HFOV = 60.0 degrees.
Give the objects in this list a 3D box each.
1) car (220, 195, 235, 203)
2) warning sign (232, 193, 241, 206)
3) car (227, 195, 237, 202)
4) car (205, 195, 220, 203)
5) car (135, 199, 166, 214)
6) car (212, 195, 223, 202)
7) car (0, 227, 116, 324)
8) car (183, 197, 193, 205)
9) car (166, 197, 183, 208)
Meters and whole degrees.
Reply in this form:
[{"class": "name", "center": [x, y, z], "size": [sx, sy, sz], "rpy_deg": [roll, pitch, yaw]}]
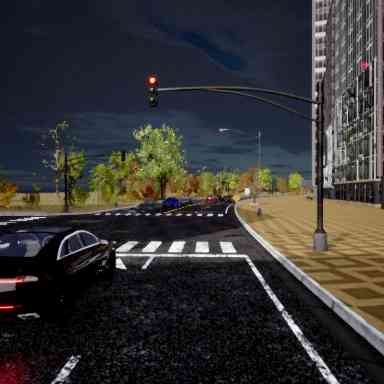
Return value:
[{"class": "car", "center": [7.488, 1.493, 70.118], "size": [1.882, 1.535, 5.008], "rpy_deg": [0, 0, 12]}, {"class": "warning sign", "center": [6.460, 1.122, 48.222], "size": [1.300, 1.860, 1.060], "rpy_deg": [0, 0, 8]}, {"class": "car", "center": [9.621, 1.498, 80.376], "size": [1.882, 1.535, 5.008], "rpy_deg": [0, 0, 14]}, {"class": "car", "center": [4.002, 1.365, 69.118], "size": [2.097, 1.767, 4.553], "rpy_deg": [0, 0, 11]}, {"class": "car", "center": [-4.557, 1.546, 35.886], "size": [2.033, 1.411, 5.357], "rpy_deg": [0, 0, 6]}, {"class": "car", "center": [6.327, 1.495, 80.564], "size": [1.882, 1.535, 5.008], "rpy_deg": [0, 0, 14]}, {"class": "car", "center": [-2.993, 1.491, 7.121], "size": [2.128, 1.511, 4.902], "rpy_deg": [0, 0, 1]}, {"class": "car", "center": [-1.033, 1.553, 60.838], "size": [2.033, 1.411, 5.357], "rpy_deg": [0, 0, 10]}, {"class": "car", "center": [-2.981, 1.479, 48.555], "size": [1.882, 1.535, 5.008], "rpy_deg": [0, 0, 8]}]
